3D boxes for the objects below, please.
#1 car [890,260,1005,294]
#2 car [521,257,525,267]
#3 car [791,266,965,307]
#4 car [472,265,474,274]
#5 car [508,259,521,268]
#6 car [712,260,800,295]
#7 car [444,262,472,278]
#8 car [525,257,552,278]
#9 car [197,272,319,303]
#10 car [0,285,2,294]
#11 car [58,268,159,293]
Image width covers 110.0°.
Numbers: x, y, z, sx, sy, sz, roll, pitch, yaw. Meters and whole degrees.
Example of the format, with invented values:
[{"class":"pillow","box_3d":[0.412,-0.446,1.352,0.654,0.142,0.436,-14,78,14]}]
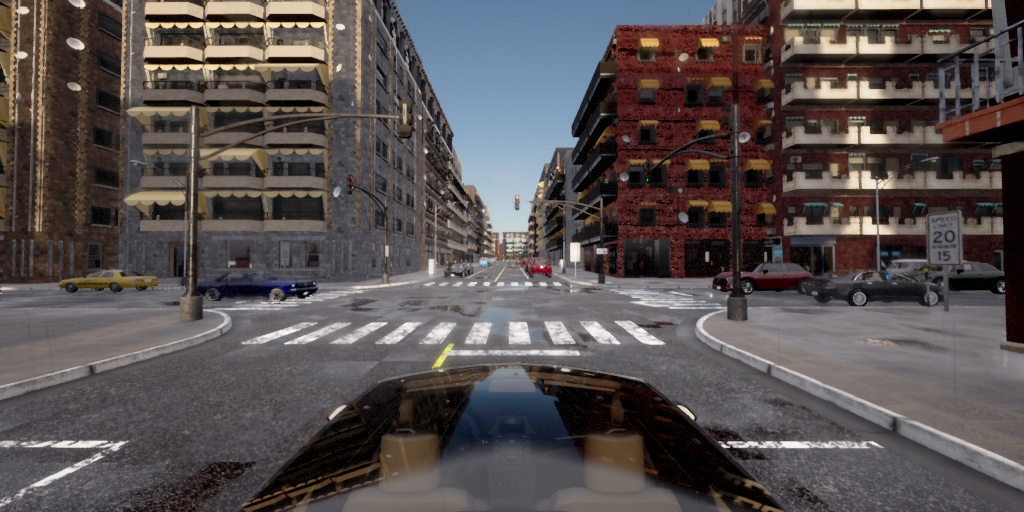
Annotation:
[{"class":"car","box_3d":[23.095,1.079,19.096,4.553,1.767,2.097,0,-1,0]},{"class":"car","box_3d":[2.641,1.086,45.138,2.192,1.841,5.009,0,0,0]},{"class":"car","box_3d":[13.765,1.185,13.702,4.403,1.370,2.007,0,0,0]},{"class":"car","box_3d":[-5.250,1.331,39.544,1.948,1.339,4.313,0,0,0]},{"class":"car","box_3d":[0.204,1.305,61.048,2.128,1.511,4.902,0,0,0]},{"class":"car","box_3d":[13.246,1.102,19.115,4.553,1.767,2.097,0,-1,-1]},{"class":"car","box_3d":[-5.259,1.328,33.983,1.948,1.339,4.313,0,0,0]},{"class":"car","box_3d":[2.622,1.077,34.015,2.192,1.841,5.009,0,0,0]},{"class":"car","box_3d":[-11.364,1.355,16.071,4.718,1.301,1.895,0,-1,4]},{"class":"car","box_3d":[-26.617,1.283,16.351,5.008,1.535,1.882,0,-1,0]},{"class":"car","box_3d":[-24.409,1.436,21.739,4.829,1.417,1.751,0,0,0]}]
